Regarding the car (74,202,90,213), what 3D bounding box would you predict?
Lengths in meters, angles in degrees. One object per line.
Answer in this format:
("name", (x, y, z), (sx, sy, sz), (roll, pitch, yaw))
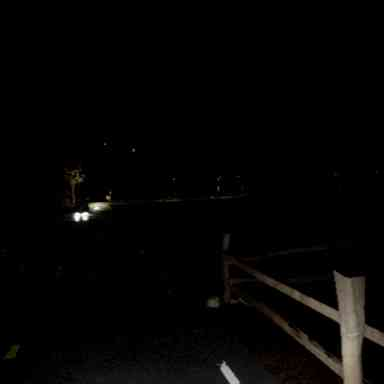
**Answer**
("car", (-16.069, 2.183, 48.740), (2.128, 1.511, 4.902), (-2, 0, -15))
